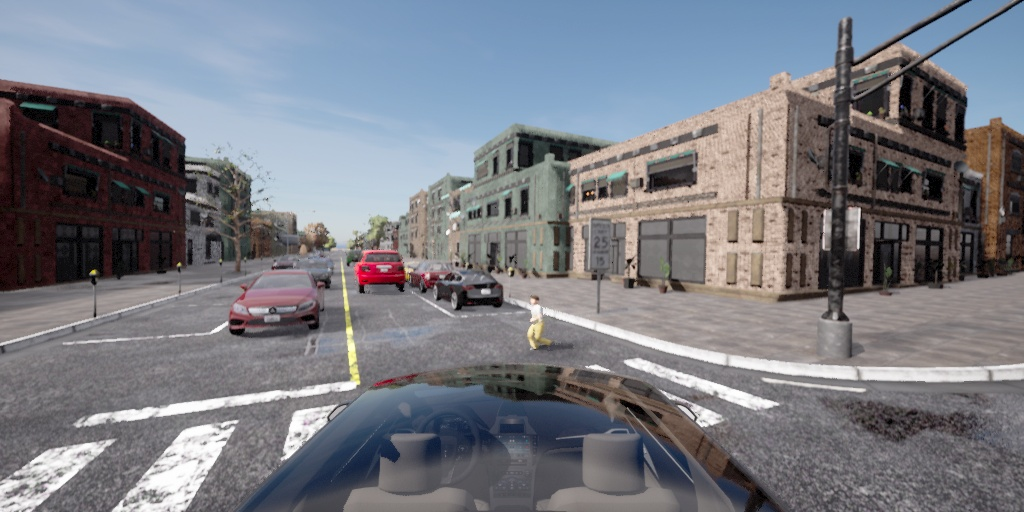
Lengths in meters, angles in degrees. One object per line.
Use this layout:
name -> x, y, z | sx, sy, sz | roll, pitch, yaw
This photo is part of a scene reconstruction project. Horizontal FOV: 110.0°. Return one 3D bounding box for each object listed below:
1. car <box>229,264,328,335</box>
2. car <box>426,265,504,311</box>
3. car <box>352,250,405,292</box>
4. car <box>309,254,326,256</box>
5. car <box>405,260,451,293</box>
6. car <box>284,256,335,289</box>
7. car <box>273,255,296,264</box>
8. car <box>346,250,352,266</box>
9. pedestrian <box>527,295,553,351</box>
car -> -6.457, 1.133, 10.277 | 1.812, 1.442, 4.674 | 0, 1, -25
car -> -1.771, 1.196, 13.900 | 1.948, 1.339, 4.313 | 0, 0, -26
car -> -7.140, 0.719, 19.145 | 2.150, 2.045, 5.566 | 0, 1, -26
car -> -15.535, 0.818, 29.259 | 2.033, 1.411, 5.357 | 0, 1, -25
car -> -4.167, 0.981, 18.903 | 1.967, 1.591, 4.097 | 0, 0, -26
car -> -10.947, 0.946, 19.663 | 1.837, 1.490, 4.892 | 0, 1, -26
car -> -18.913, 0.653, 30.290 | 1.967, 1.591, 4.097 | 0, 0, -26
car -> -20.134, 0.239, 46.248 | 2.150, 2.045, 5.566 | 0, 1, -26
pedestrian -> 0.538, 1.308, 7.415 | 0.375, 1.300, 0.375 | 0, 2, -26
